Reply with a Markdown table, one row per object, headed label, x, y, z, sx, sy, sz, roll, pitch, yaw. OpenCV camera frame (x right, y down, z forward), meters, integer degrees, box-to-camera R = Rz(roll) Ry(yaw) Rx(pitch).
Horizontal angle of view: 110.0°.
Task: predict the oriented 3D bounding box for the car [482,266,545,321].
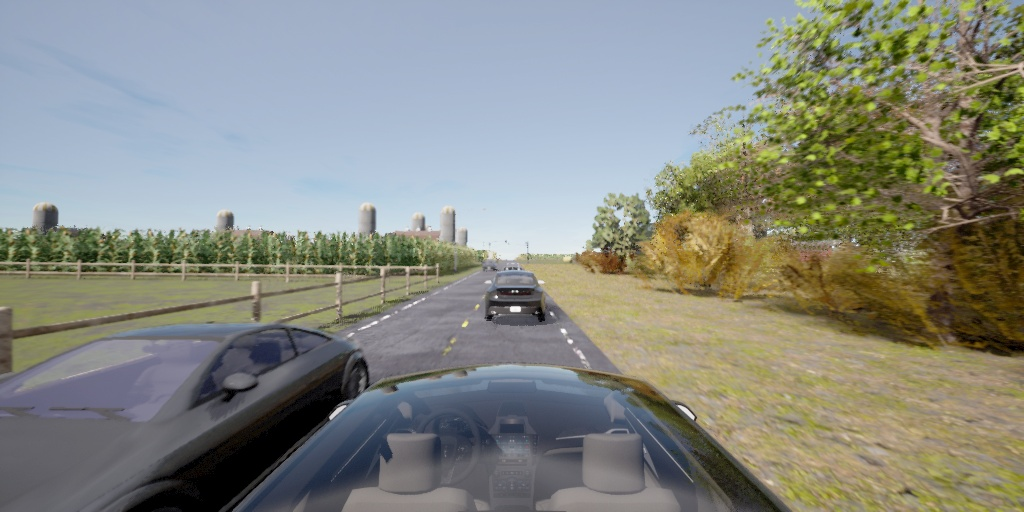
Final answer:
| label | x | y | z | sx | sy | sz | roll | pitch | yaw |
| --- | --- | --- | --- | --- | --- | --- | --- | --- | --- |
| car | 0.100 | 1.261 | 12.569 | 1.837 | 1.490 | 4.892 | 0 | 0 | 0 |

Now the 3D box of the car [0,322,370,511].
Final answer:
| label | x | y | z | sx | sy | sz | roll | pitch | yaw |
| --- | --- | --- | --- | --- | --- | --- | --- | --- | --- |
| car | -2.850 | 1.314 | 3.013 | 1.994 | 1.385 | 4.181 | 0 | 0 | 0 |

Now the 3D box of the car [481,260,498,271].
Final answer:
| label | x | y | z | sx | sy | sz | roll | pitch | yaw |
| --- | --- | --- | --- | --- | --- | --- | --- | --- | --- |
| car | -2.837 | 1.285 | 46.777 | 1.837 | 1.490 | 4.892 | 0 | 0 | 0 |

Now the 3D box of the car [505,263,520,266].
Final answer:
| label | x | y | z | sx | sy | sz | roll | pitch | yaw |
| --- | --- | --- | --- | --- | --- | --- | --- | --- | --- |
| car | 0.095 | 1.373 | 38.572 | 1.895 | 1.301 | 4.718 | 0 | 0 | 0 |
